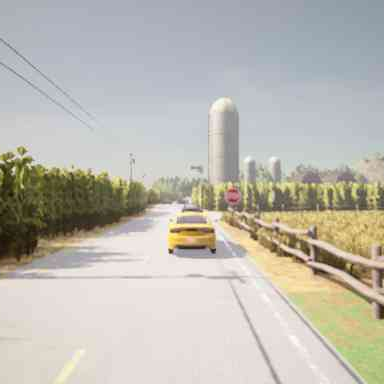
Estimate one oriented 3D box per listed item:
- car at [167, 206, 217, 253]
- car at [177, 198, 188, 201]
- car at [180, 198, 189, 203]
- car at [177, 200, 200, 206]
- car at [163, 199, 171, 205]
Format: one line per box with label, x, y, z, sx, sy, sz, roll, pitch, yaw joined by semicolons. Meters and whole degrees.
car;0.004;1.615;14.468;1.882;1.535;5.008;0;0;0
car;-2.579;2.270;79.330;2.033;1.411;5.357;0;-1;2
car;-2.010;2.374;91.972;1.895;1.301;4.718;0;-1;4
car;0.065;1.769;29.280;2.128;1.511;4.902;0;0;3
car;-5.788;2.276;78.208;2.033;1.411;5.357;0;-1;-1
